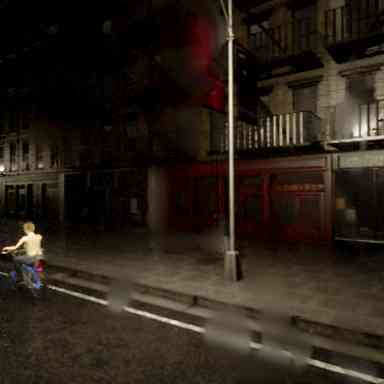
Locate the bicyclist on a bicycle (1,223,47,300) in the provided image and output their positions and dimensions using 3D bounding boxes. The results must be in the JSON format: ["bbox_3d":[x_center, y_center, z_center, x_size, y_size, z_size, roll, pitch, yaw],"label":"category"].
[{"bbox_3d":[-3.633,1.479,7.332,1.509,1.612,0.866,0,0,35],"label":"bicyclist on a bicycle"}]
